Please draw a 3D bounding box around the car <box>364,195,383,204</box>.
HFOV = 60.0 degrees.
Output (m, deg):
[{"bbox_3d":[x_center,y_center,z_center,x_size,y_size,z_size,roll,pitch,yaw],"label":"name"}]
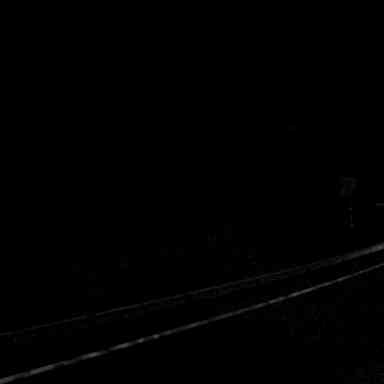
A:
[{"bbox_3d":[29.331,1.133,52.963,1.895,1.301,4.718,-5,-2,4],"label":"car"}]
